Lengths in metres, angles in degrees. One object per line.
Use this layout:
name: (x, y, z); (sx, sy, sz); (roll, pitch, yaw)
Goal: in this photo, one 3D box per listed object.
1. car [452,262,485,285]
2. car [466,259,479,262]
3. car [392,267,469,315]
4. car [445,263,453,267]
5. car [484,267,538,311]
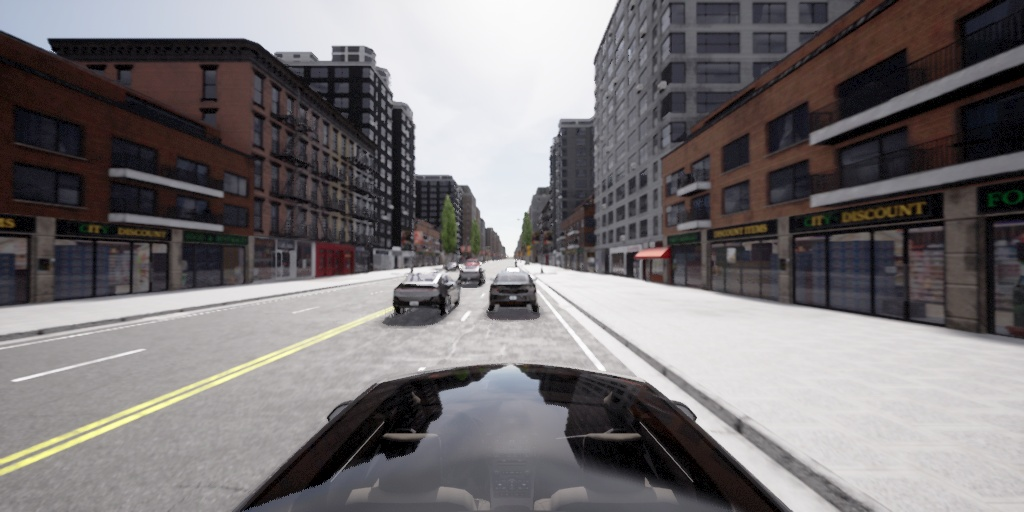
car: (-3.190, 1.526, 29.208); (2.128, 1.511, 4.902); (0, -1, 1)
car: (-6.532, 1.548, 58.538); (2.150, 2.045, 5.566); (0, -1, 1)
car: (-3.196, 1.372, 14.212); (2.128, 1.511, 4.902); (0, -1, 0)
car: (-9.781, 1.819, 58.594); (2.128, 1.511, 4.902); (0, -1, 0)
car: (0.063, 1.369, 15.350); (1.882, 1.535, 5.008); (0, 0, 1)
